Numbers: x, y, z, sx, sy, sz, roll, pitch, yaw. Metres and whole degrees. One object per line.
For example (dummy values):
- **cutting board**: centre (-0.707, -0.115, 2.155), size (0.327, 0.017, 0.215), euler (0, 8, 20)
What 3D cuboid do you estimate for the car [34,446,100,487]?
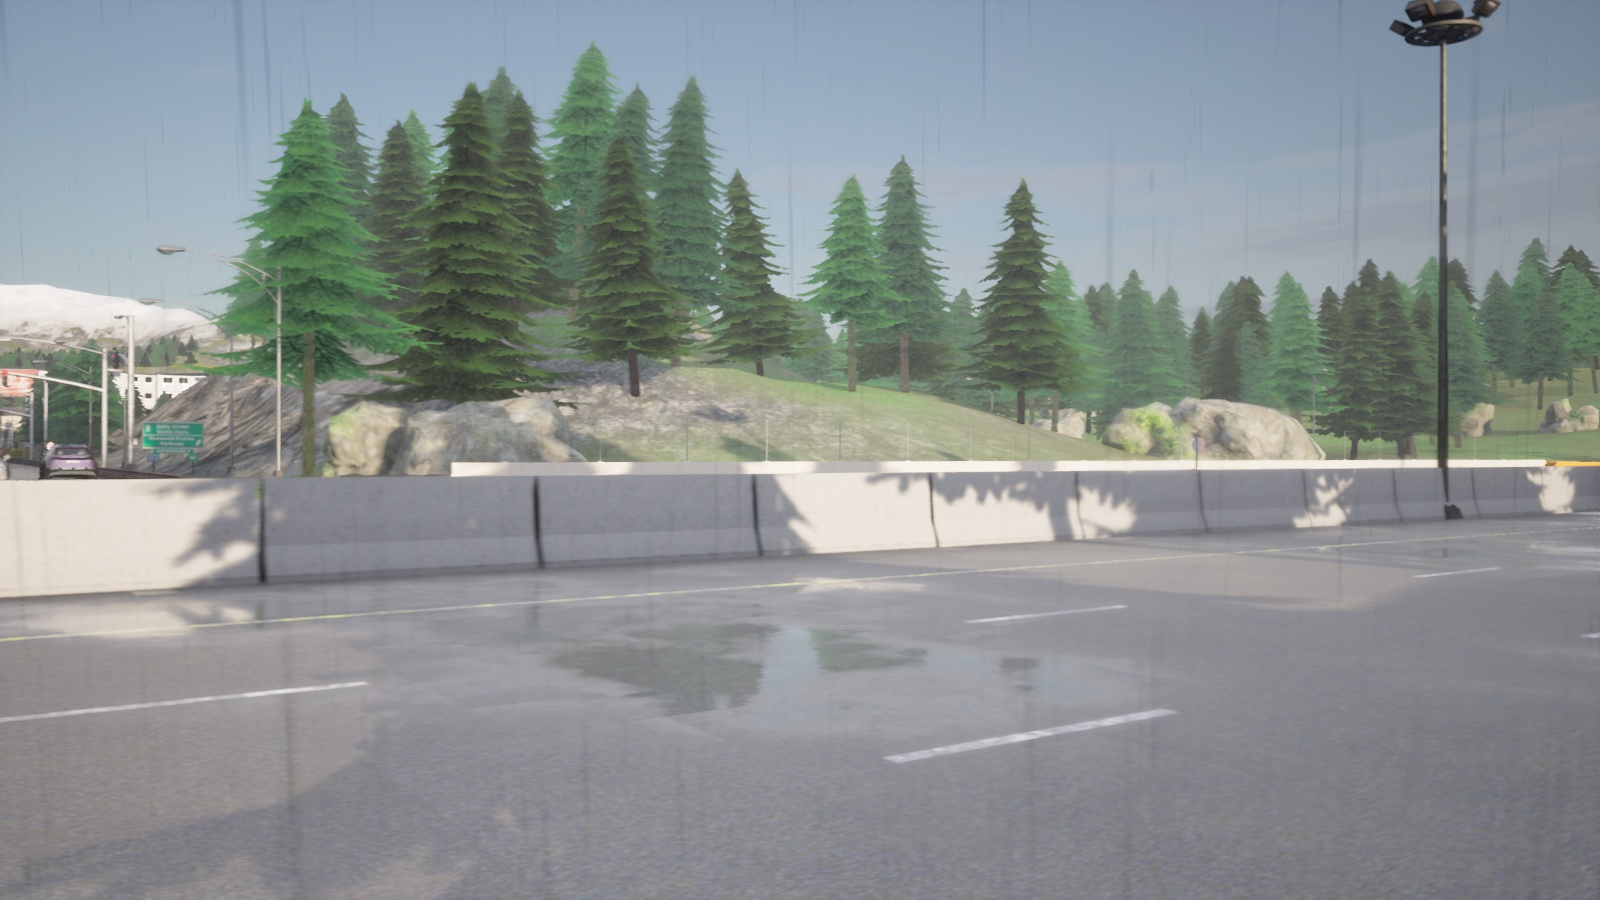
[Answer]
- **car**: centre (-30.712, 0.673, 52.566), size (2.033, 1.649, 4.856), euler (0, 0, -34)

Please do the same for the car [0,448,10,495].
- **car**: centre (-26.693, 0.670, 40.459), size (1.970, 1.475, 3.806), euler (0, 0, -34)
